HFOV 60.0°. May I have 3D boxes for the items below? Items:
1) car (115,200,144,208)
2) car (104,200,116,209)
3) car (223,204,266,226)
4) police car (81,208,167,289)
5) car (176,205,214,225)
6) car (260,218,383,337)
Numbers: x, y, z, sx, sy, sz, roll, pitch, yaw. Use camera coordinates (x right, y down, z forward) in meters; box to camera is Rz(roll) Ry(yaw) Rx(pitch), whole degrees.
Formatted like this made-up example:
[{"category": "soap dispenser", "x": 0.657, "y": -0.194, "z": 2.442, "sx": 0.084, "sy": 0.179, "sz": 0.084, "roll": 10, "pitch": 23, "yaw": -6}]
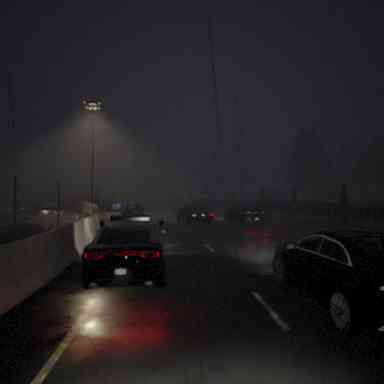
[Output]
[{"category": "car", "x": -6.138, "y": 1.664, "z": 33.818, "sx": 2.128, "sy": 1.511, "sz": 4.902, "roll": 0, "pitch": 0, "yaw": -20}, {"category": "car", "x": -10.161, "y": 1.769, "z": 43.448, "sx": 2.033, "sy": 1.411, "sz": 5.357, "roll": 0, "pitch": 0, "yaw": -26}, {"category": "car", "x": 3.818, "y": 1.616, "z": 24.874, "sx": 2.128, "sy": 1.511, "sz": 4.902, "roll": 0, "pitch": 0, "yaw": -13}, {"category": "police car", "x": -1.756, "y": 1.474, "z": 9.524, "sx": 1.930, "sy": 1.638, "sz": 5.238, "roll": 0, "pitch": 0, "yaw": -6}, {"category": "car", "x": 0.124, "y": 1.676, "z": 25.530, "sx": 2.033, "sy": 1.411, "sz": 5.357, "roll": 0, "pitch": 0, "yaw": -15}, {"category": "car", "x": 3.157, "y": 1.525, "z": 6.744, "sx": 2.128, "sy": 1.511, "sz": 4.902, "roll": 0, "pitch": 0, "yaw": -4}]
